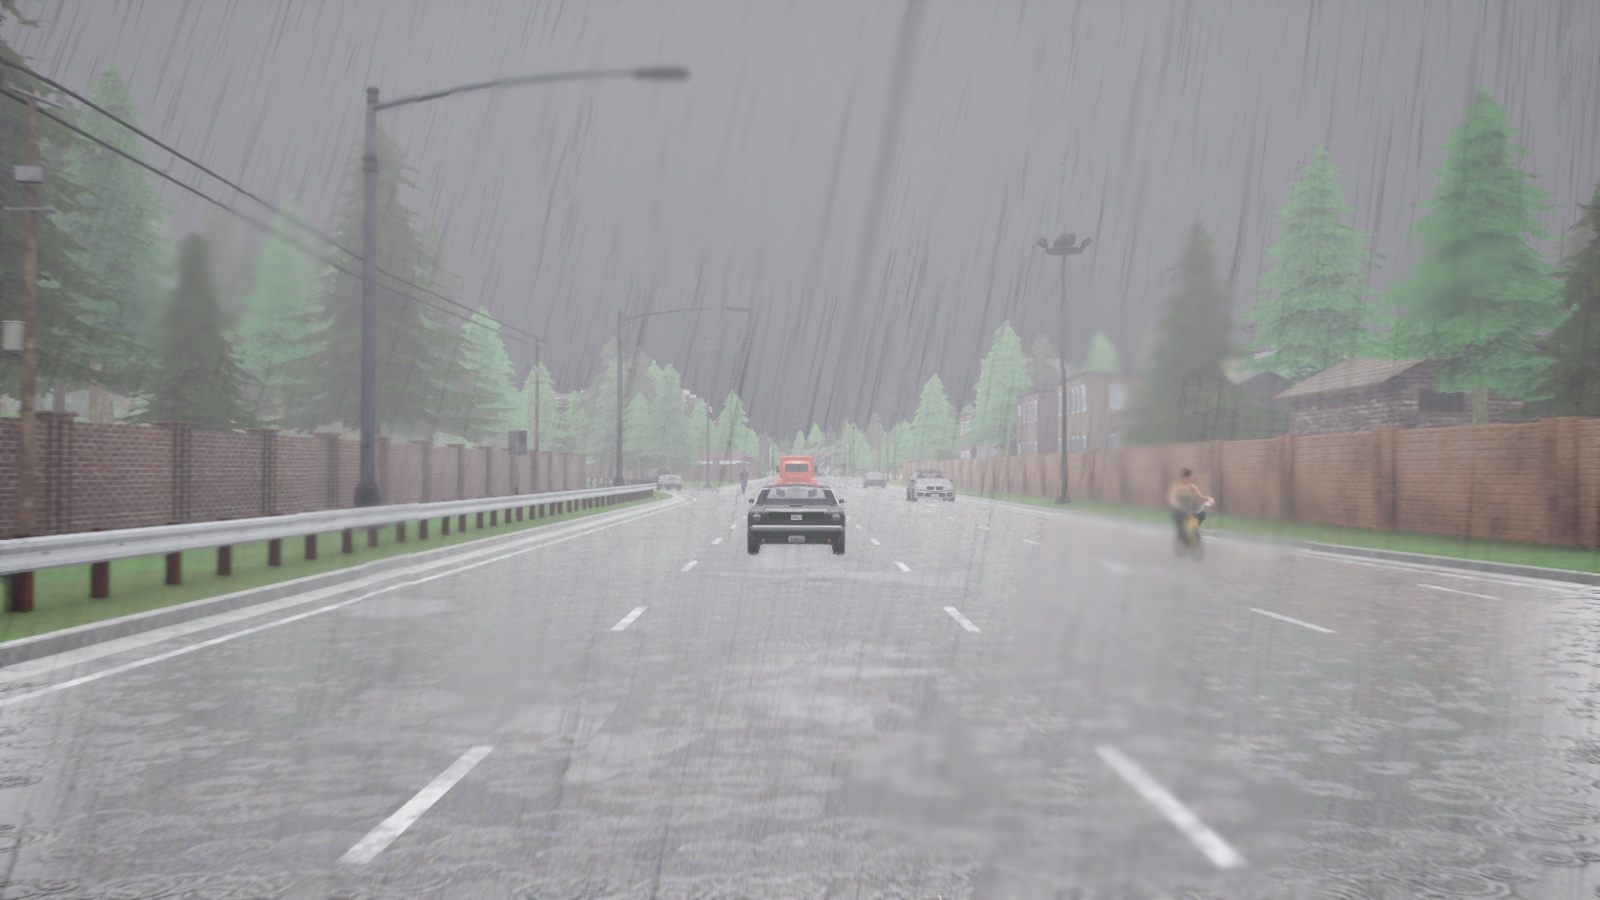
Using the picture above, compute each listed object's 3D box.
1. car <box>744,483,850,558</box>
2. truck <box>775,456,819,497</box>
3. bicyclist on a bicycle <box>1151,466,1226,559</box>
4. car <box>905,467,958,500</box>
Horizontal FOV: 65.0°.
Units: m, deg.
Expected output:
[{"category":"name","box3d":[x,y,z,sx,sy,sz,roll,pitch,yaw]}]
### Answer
[{"category":"car","box3d":[-0.060,1.332,24.918,1.895,1.301,4.718,0,-1,0]},{"category":"truck","box3d":[-0.191,1.622,77.447,2.627,2.467,5.204,0,-1,0]},{"category":"bicyclist on a bicycle","box3d":[6.949,1.100,22.552,0.866,1.612,1.509,0,-1,0]},{"category":"car","box3d":[6.839,1.729,65.710,2.242,1.667,4.611,0,-1,0]}]
